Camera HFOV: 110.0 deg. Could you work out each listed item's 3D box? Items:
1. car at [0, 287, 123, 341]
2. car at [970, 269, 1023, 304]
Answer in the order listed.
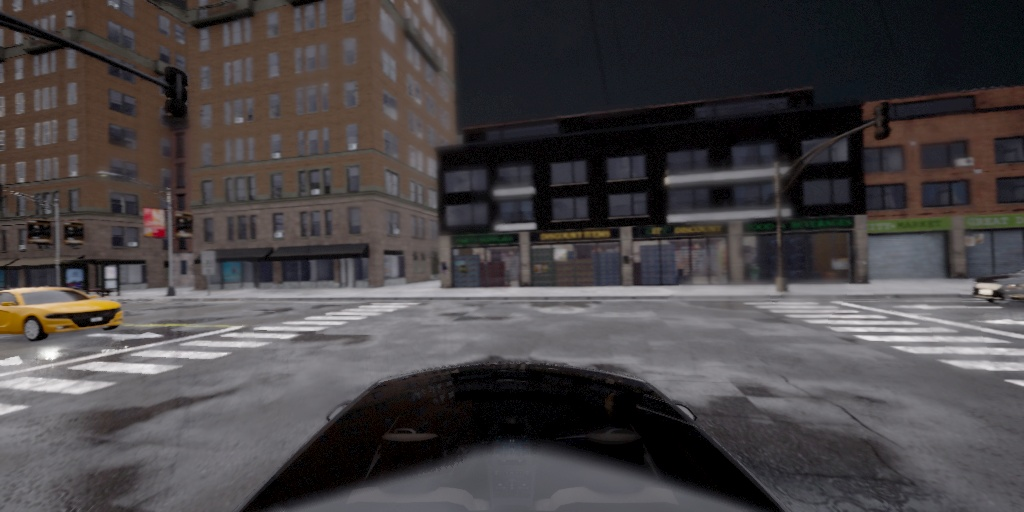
[{"bbox_3d":[-15.311,1.766,11.659,5.008,1.535,1.882,-2,-1,13],"label":"car"},{"bbox_3d":[17.831,0.840,11.172,4.902,1.511,2.128,-2,-1,13],"label":"car"}]
